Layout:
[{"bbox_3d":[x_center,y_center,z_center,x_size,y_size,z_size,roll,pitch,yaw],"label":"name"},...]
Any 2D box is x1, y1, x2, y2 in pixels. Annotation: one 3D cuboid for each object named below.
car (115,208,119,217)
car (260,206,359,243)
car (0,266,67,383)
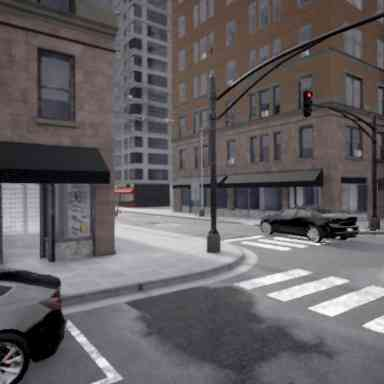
[{"bbox_3d":[-8.376,1.643,30.470,1.895,1.301,4.718,-1,0,-36],"label":"car"},{"bbox_3d":[5.321,1.413,15.825,1.882,1.535,5.008,0,0,-28],"label":"car"},{"bbox_3d":[-3.629,1.572,3.588,4.313,1.339,1.947,-1,0,-36],"label":"car"}]
